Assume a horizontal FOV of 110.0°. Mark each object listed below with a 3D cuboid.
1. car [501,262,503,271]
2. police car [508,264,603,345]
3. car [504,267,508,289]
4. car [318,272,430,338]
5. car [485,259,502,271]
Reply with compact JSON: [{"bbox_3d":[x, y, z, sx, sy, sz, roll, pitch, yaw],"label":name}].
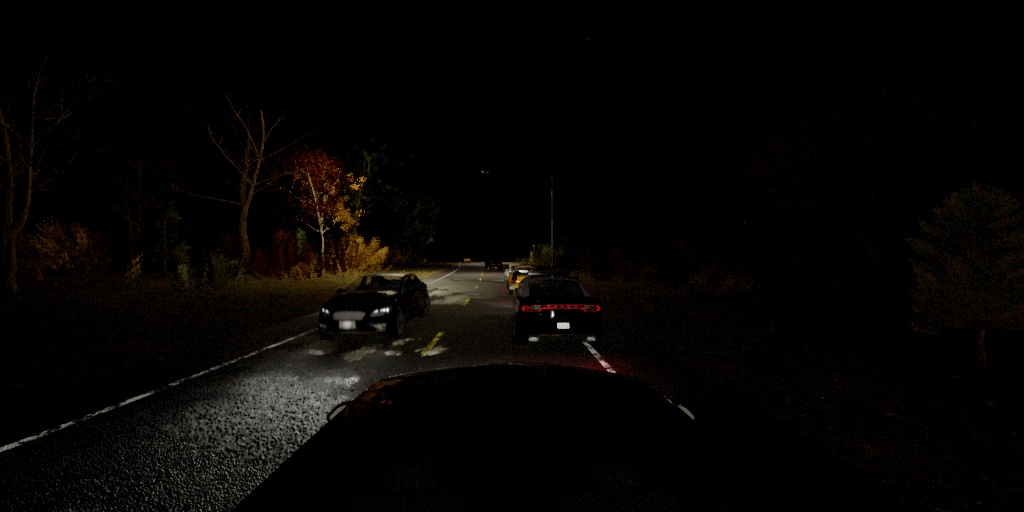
[{"bbox_3d":[0.401,1.264,25.633,1.812,1.442,4.674,0,0,-3],"label":"car"},{"bbox_3d":[0.964,1.174,9.663,1.930,1.638,5.238,0,0,-1],"label":"police car"},{"bbox_3d":[0.667,1.200,19.795,1.801,1.575,5.366,0,0,-2],"label":"car"},{"bbox_3d":[-3.654,1.240,10.285,2.128,1.511,4.902,0,0,-1],"label":"car"},{"bbox_3d":[-2.225,1.234,47.620,1.837,1.490,4.892,0,0,-5],"label":"car"}]
